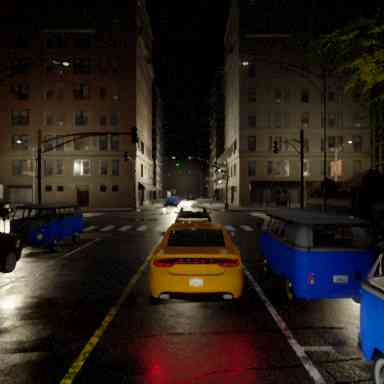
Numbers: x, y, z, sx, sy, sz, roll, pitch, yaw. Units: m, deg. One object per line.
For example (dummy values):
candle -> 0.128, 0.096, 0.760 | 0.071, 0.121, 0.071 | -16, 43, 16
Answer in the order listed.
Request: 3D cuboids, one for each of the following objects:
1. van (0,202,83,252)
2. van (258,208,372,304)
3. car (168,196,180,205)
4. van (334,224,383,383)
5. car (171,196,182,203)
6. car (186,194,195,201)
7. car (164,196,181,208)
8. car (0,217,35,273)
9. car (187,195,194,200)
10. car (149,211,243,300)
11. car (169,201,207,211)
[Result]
van -> -5.804, 1.335, 13.553 | 1.690, 1.788, 3.998 | 0, 0, 0
van -> 2.700, 1.338, 7.870 | 1.690, 1.788, 3.998 | 0, 0, 0
car -> -3.157, 1.445, 59.016 | 1.882, 1.535, 5.008 | 0, 0, 0
van -> 2.678, 1.340, 2.213 | 1.690, 1.788, 3.998 | 0, 0, 0
car -> -3.180, 1.504, 69.605 | 2.033, 1.411, 5.357 | 0, 0, -1
car -> -0.271, 1.319, 79.343 | 2.097, 1.767, 4.553 | 0, 0, -1
car -> -3.078, 1.450, 48.832 | 1.882, 1.535, 5.008 | 0, 0, 0
car -> -5.827, 1.542, 7.893 | 1.887, 1.381, 4.507 | 0, 0, 0
car -> -0.363, 1.560, 89.124 | 1.895, 1.301, 4.718 | 0, 0, -1
car -> 0.108, 1.474, 8.456 | 1.882, 1.535, 5.008 | 0, 0, 1
car -> 0.063, 1.482, 17.930 | 2.128, 1.511, 4.902 | 0, 0, 0
